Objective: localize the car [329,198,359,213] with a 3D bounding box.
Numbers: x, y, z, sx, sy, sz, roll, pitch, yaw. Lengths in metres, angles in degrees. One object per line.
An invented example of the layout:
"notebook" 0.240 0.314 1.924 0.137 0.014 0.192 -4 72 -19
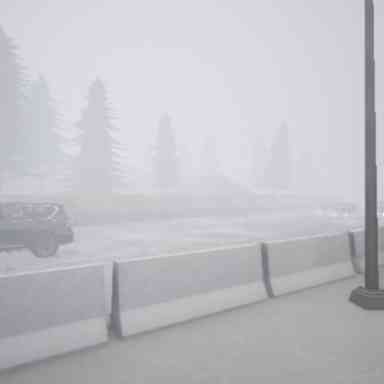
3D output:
"car" 19.333 1.867 41.506 2.033 1.411 5.357 -1 -1 40

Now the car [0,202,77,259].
"car" -7.094 1.383 11.868 5.566 2.045 2.150 0 -1 -36

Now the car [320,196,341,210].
"car" 20.546 1.608 48.761 2.150 2.045 5.566 -1 -1 37

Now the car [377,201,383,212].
"car" 23.337 1.857 40.945 1.994 1.385 4.181 -1 -1 39

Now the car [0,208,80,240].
"car" -9.161 1.749 19.047 4.892 1.490 1.837 0 -1 -37
